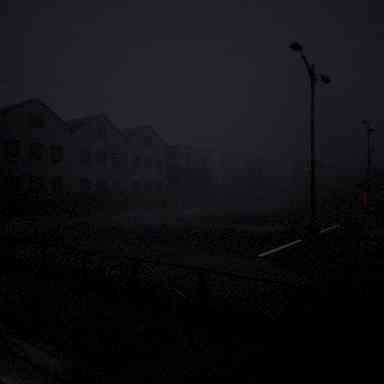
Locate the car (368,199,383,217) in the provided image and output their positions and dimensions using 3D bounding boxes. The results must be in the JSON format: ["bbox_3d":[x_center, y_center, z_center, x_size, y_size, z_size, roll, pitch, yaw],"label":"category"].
[{"bbox_3d":[15.481,1.298,26.779,2.007,1.523,4.514,0,0,35],"label":"car"}]
